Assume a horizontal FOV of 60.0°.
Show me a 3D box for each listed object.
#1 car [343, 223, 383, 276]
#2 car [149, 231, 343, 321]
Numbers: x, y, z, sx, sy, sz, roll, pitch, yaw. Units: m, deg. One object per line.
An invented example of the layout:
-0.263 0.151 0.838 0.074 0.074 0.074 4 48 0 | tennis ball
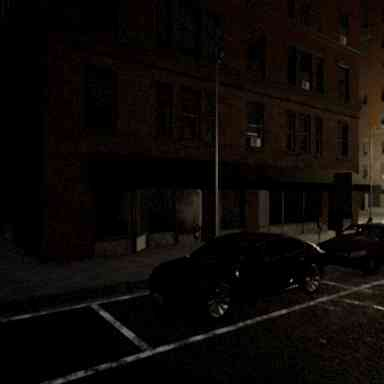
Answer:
5.650 1.655 10.552 4.206 1.307 1.802 0 0 -35 | car
1.168 1.601 7.362 4.313 1.339 1.947 0 0 -35 | car
